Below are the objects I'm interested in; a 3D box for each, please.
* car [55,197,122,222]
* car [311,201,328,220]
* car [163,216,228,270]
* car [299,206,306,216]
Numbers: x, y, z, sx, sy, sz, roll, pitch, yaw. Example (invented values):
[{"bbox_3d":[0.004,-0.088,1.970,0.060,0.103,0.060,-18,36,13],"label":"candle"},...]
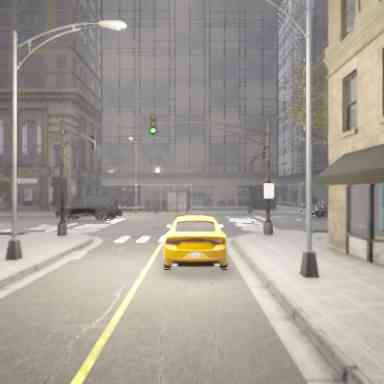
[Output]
[{"bbox_3d":[-8.871,1.466,28.698,5.566,2.045,2.150,0,-1,7],"label":"car"},{"bbox_3d":[13.170,1.292,28.636,5.566,2.045,2.150,-1,0,-1],"label":"car"},{"bbox_3d":[0.112,1.559,11.426,1.882,1.535,5.008,0,0,0],"label":"car"},{"bbox_3d":[12.766,1.578,31.881,4.902,1.511,2.128,0,0,0],"label":"car"}]
